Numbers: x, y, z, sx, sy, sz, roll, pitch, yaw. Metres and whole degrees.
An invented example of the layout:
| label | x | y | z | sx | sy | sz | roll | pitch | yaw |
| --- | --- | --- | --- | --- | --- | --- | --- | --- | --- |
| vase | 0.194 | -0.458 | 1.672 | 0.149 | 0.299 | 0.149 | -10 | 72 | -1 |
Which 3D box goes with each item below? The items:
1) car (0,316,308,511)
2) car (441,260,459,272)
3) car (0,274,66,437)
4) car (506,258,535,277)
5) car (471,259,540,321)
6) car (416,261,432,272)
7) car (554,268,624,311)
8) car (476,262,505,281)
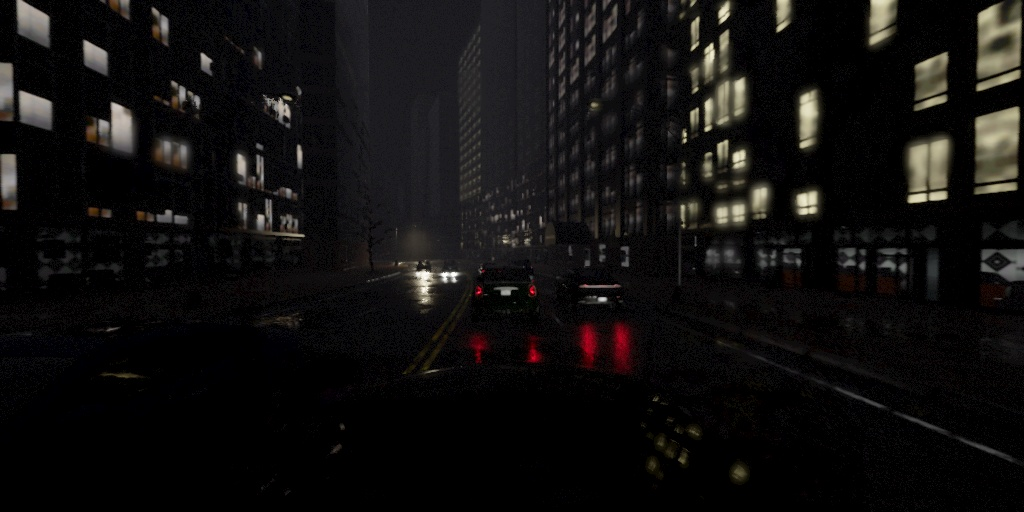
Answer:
| label | x | y | z | sx | sy | sz | roll | pitch | yaw |
| --- | --- | --- | --- | --- | --- | --- | --- | --- | --- |
| car | -3.409 | 1.283 | 2.649 | 1.812 | 1.442 | 4.674 | 0 | 0 | -1 |
| car | -7.765 | 1.217 | 44.848 | 2.128 | 1.511 | 4.902 | 0 | 0 | -11 |
| car | -6.662 | 1.117 | 2.240 | 2.097 | 1.767 | 4.553 | 0 | 0 | -1 |
| car | 0.741 | 1.052 | 34.912 | 2.097 | 1.767 | 4.553 | 0 | 0 | -8 |
| car | -0.275 | 1.092 | 12.626 | 2.097 | 1.767 | 4.553 | 0 | 0 | -3 |
| car | -11.376 | 1.292 | 46.472 | 2.033 | 1.411 | 5.357 | 0 | 0 | -11 |
| car | 2.887 | 1.220 | 14.332 | 2.128 | 1.511 | 4.902 | 0 | 0 | -3 |
| car | -1.974 | 1.267 | 31.184 | 2.033 | 1.411 | 5.357 | 0 | 0 | -8 |
